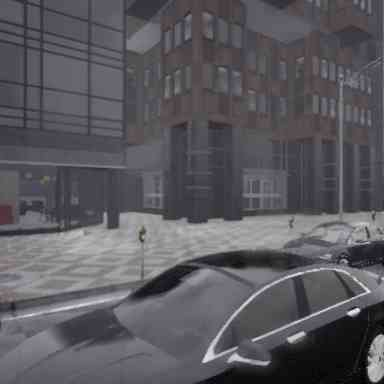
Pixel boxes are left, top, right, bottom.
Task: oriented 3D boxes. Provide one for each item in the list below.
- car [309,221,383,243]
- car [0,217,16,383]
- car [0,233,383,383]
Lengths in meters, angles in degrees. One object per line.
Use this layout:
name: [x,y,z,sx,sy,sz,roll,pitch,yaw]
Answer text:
car: [4.424,1.561,9.800,4.403,1.369,2.008,0,0,-35]
car: [-4.711,1.313,3.287,5.009,1.841,2.192,0,0,-35]
car: [0.474,1.507,3.714,4.892,1.490,1.837,0,0,-35]
